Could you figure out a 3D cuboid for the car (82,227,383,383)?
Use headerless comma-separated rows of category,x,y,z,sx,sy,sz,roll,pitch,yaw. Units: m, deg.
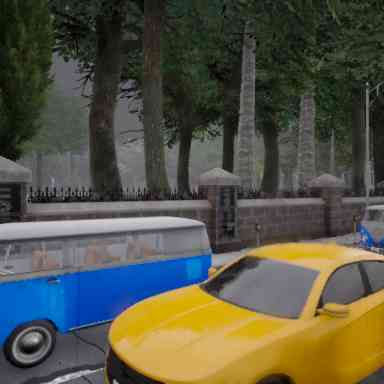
car,1.391,1.477,4.378,5.008,1.535,1.882,0,0,-36

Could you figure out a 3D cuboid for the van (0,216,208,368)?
van,-1.529,1.341,5.450,3.998,1.788,1.690,0,0,-36

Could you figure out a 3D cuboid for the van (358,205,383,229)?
van,7.672,1.338,12.037,3.998,1.788,1.690,0,0,-36
